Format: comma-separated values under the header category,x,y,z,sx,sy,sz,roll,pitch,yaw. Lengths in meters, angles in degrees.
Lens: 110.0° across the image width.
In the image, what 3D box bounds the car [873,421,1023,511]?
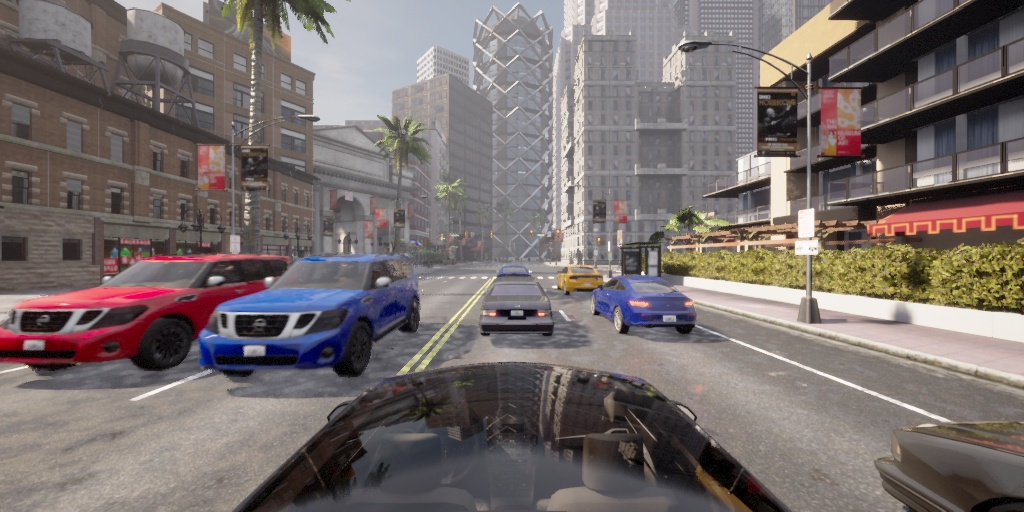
category,x,y,z,sx,sy,sz,roll,pitch,yaw
car,3.664,1.297,0.156,2.033,1.411,5.357,0,0,-1

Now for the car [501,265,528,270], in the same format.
category,x,y,z,sx,sy,sz,roll,pitch,yaw
car,0.116,1.228,20.161,1.882,1.535,5.008,0,0,0

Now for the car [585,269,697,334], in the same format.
category,x,y,z,sx,sy,sz,roll,pitch,yaw
car,3.620,1.276,10.549,1.812,1.442,4.674,0,0,0

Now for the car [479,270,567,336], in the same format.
category,x,y,z,sx,sy,sz,roll,pitch,yaw
car,0.108,1.297,10.375,2.033,1.411,5.357,0,0,0

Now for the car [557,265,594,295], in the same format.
category,x,y,z,sx,sy,sz,roll,pitch,yaw
car,3.615,1.228,19.661,1.882,1.535,5.008,0,0,0

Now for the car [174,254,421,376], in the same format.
category,x,y,z,sx,sy,sz,roll,pitch,yaw
car,-3.592,0.971,7.770,2.150,2.045,5.566,0,0,0

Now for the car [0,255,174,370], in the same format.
category,x,y,z,sx,sy,sz,roll,pitch,yaw
car,-7.091,0.971,8.087,2.150,2.045,5.566,0,0,0
